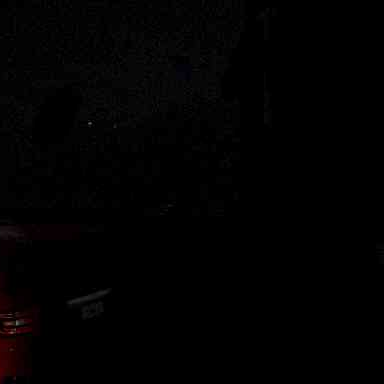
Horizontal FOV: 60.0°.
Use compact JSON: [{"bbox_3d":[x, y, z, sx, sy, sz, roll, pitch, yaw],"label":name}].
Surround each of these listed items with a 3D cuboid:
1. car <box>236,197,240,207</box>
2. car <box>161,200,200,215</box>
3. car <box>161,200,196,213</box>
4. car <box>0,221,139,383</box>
[{"bbox_3d":[9.085,1.356,53.392,2.150,2.045,5.566,-1,-1,36],"label":"car"},{"bbox_3d":[-1.087,1.542,34.415,2.128,1.511,4.902,-1,0,36],"label":"car"},{"bbox_3d":[-1.529,1.635,38.834,1.994,1.385,4.181,-1,0,36],"label":"car"},{"bbox_3d":[-3.003,1.372,4.948,5.009,1.841,2.192,-1,0,35],"label":"car"}]
